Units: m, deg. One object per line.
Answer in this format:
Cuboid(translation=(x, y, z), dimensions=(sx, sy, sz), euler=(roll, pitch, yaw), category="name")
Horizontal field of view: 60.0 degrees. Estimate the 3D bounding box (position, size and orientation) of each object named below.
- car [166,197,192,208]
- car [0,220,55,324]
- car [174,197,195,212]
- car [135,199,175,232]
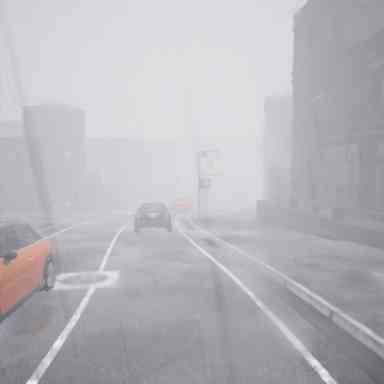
Cuboid(translation=(-1.872, 1.534, 49.735), dimensions=(1.882, 1.535, 5.008), euler=(2, 0, 25), category="car")
Cuboid(translation=(-4.112, 1.399, 5.986), dimensions=(2.097, 1.767, 4.553), euler=(-1, 0, -7), category="car")
Cuboid(translation=(-1.109, 1.455, 40.861), dimensions=(2.097, 1.767, 4.553), euler=(1, 0, 14), category="car")
Cuboid(translation=(-2.374, 1.376, 20.549), dimensions=(2.097, 1.767, 4.553), euler=(-1, 0, -6), category="car")
